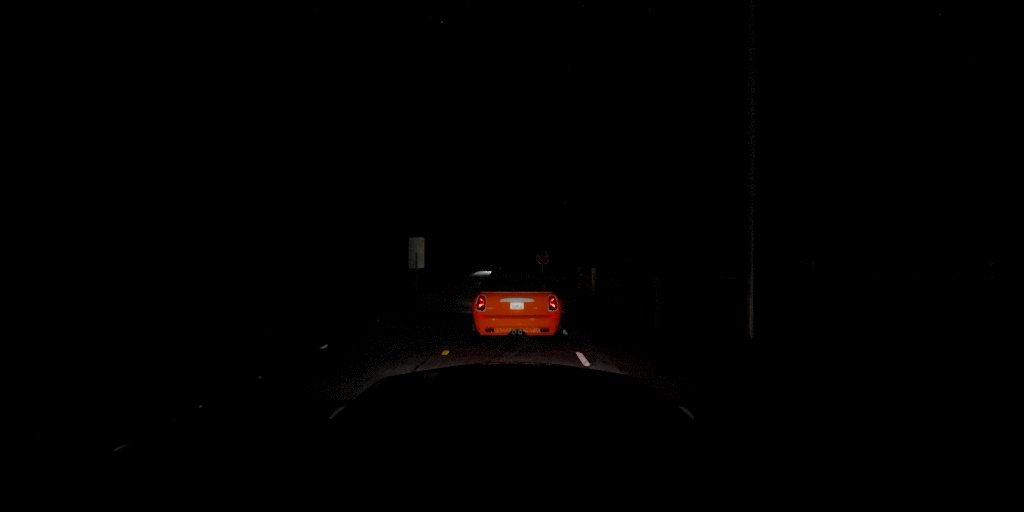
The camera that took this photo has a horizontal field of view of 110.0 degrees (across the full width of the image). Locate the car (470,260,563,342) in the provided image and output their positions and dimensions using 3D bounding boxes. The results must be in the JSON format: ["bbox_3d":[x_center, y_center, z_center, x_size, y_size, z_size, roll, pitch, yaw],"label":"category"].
[{"bbox_3d":[0.100,1.106,9.925,2.097,1.767,4.553,0,0,0],"label":"car"}]

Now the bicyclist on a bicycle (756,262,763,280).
[{"bbox_3d":[19.931,1.182,29.313,0.582,1.620,1.656,0,0,0],"label":"bicyclist on a bicycle"}]

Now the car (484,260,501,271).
[{"bbox_3d":[-2.808,1.375,52.301,2.128,1.511,4.902,0,0,0],"label":"car"}]

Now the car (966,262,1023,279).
[{"bbox_3d":[44.395,1.301,32.441,5.008,1.535,1.882,0,-2,0],"label":"car"}]
